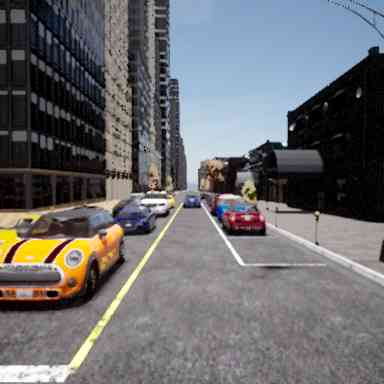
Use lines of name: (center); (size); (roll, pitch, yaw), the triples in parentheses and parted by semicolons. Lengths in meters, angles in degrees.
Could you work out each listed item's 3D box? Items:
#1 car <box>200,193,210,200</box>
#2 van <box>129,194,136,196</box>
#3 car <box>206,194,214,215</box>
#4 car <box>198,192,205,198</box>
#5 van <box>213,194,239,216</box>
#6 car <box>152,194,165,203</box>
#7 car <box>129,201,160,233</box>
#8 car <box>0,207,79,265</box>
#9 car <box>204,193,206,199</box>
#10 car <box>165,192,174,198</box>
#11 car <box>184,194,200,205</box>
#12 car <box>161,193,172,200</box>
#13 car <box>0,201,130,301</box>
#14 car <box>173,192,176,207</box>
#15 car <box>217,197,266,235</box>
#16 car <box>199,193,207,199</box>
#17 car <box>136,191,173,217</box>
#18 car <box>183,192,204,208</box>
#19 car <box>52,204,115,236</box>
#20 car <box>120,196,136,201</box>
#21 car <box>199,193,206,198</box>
car: (2.671, 0.981, 68.733); (1.947, 1.339, 4.313); (-1, 0, 0)
van: (-5.676, 1.042, 34.922); (1.690, 1.788, 3.998); (-1, 0, 0)
car: (2.671, 1.065, 29.224); (2.192, 1.841, 5.009); (-1, 0, 0)
car: (2.668, 0.750, 91.478); (1.752, 1.417, 4.829); (-1, 0, 0)
van: (2.672, 1.139, 23.580); (1.690, 1.788, 3.998); (-1, 0, 0)
car: (-5.676, 1.037, 57.329); (1.752, 1.417, 4.829); (-1, 0, 0)
car: (-3.092, 1.407, 18.227); (1.994, 1.385, 4.181); (0, 0, 0)
car: (-5.841, 1.420, 12.178); (1.752, 1.417, 4.829); (-1, 0, 0)
car: (3.140, 1.070, 50.845); (1.837, 1.490, 4.892); (0, 0, 0)
car: (-5.680, 0.713, 85.718); (1.967, 1.590, 4.097); (-1, 0, 0)
car: (-0.006, 1.071, 49.300); (2.128, 1.511, 4.902); (0, 1, 0)
car: (-5.677, 0.934, 74.430); (1.947, 1.339, 4.313); (-1, 0, 0)
car: (-3.100, 1.279, 8.381); (2.097, 1.767, 4.553); (0, 0, 0)
car: (-3.052, 1.141, 39.339); (1.882, 1.535, 5.008); (0, 0, 1)
car: (2.674, 1.286, 17.937); (1.967, 1.590, 4.097); (-1, 0, 0)
car: (2.669, 0.865, 80.021); (1.887, 1.381, 4.507); (-1, 0, 0)
car: (-3.090, 0.976, 28.645); (2.150, 2.045, 5.566); (0, 0, 0)
car: (-0.005, 1.006, 40.464); (2.097, 1.767, 4.553); (0, 0, 0)
car: (-5.671, 1.411, 17.991); (1.947, 1.339, 4.313); (-1, 0, 0)
car: (-5.672, 1.315, 29.280); (1.947, 1.339, 4.313); (-1, 0, 0)
car: (2.669, 0.855, 85.665); (1.802, 1.307, 4.206); (-1, 0, 0)
